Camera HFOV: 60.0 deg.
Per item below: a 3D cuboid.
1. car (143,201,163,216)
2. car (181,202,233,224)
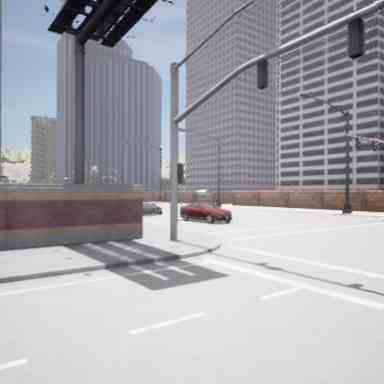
[{"bbox_3d":[-4.634,1.612,33.687,1.994,1.385,4.181,0,0,-34],"label":"car"},{"bbox_3d":[1.055,1.525,25.599,1.882,1.535,5.008,0,0,-35],"label":"car"}]
